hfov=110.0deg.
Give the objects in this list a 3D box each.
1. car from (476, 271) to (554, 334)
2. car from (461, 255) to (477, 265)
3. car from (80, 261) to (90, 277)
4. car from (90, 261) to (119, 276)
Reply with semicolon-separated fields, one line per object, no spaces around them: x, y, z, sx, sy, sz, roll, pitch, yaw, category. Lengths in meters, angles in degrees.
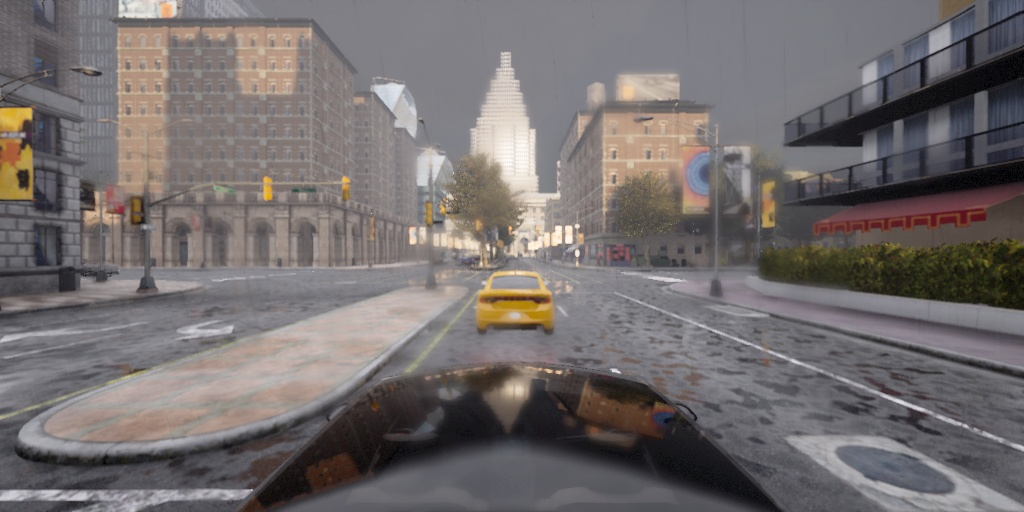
0.092;1.164;10.452;1.882;1.535;5.008;0;0;0;car
-7.951;0.764;64.963;1.882;1.535;5.008;0;0;1;car
-37.703;1.076;28.938;4.674;1.442;1.812;0;0;0;car
-38.748;1.125;32.435;4.718;1.301;1.895;0;0;0;car
